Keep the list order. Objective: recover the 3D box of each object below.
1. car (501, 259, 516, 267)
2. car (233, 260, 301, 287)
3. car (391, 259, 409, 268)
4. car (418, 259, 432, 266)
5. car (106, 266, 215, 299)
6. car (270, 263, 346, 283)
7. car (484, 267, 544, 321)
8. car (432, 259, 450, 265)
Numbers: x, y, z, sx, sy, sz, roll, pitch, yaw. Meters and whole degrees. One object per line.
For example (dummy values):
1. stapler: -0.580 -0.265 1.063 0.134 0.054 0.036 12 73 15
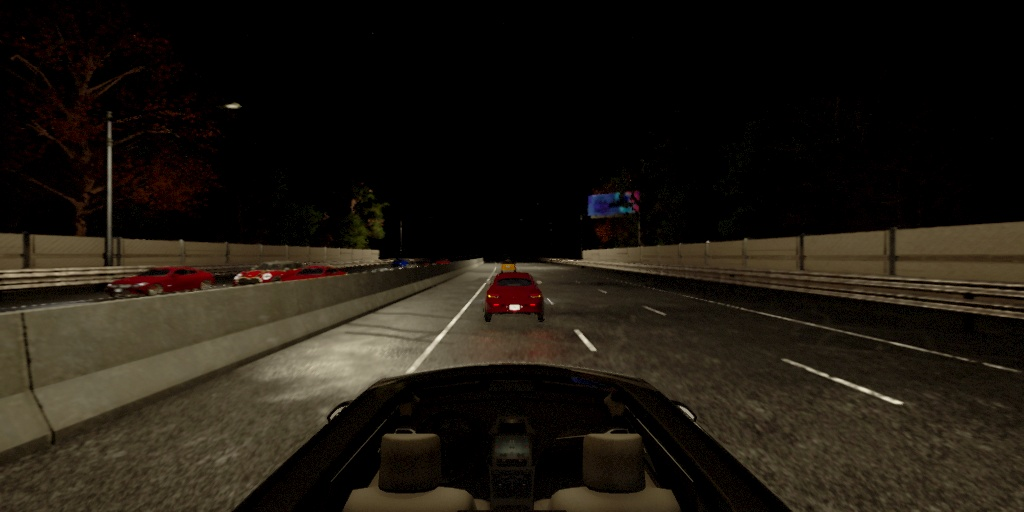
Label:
1. car: -0.436 1.202 43.872 1.801 1.575 5.366 0 0 -1
2. car: -14.232 1.104 21.525 2.097 1.767 4.553 0 0 -1
3. car: -18.525 1.220 59.242 1.882 1.535 5.008 0 0 -1
4. car: -15.128 1.302 62.989 1.994 1.385 4.181 0 0 -1
5. car: -17.698 1.279 18.419 1.812 1.442 4.674 0 0 -1
6. car: -10.700 1.277 19.701 1.812 1.442 4.674 0 0 -1
7. car: 0.066 1.275 12.355 1.812 1.442 4.674 0 0 0
8. car: -11.553 1.218 60.378 1.882 1.535 5.008 0 0 -1
